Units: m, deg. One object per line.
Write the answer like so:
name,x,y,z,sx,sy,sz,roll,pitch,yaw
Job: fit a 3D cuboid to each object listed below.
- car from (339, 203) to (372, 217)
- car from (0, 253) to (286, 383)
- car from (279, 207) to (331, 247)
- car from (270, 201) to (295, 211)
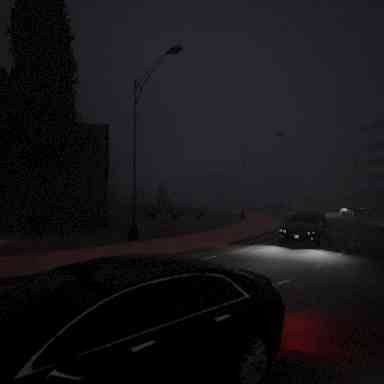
car,18.245,2.000,37.364,2.128,1.511,4.902,0,0,0
car,-0.940,1.530,3.555,4.892,1.490,1.837,1,0,-40
car,5.719,1.709,16.499,1.837,1.490,4.892,1,0,30
car,13.166,2.065,48.522,2.128,1.511,4.902,1,-1,-16
